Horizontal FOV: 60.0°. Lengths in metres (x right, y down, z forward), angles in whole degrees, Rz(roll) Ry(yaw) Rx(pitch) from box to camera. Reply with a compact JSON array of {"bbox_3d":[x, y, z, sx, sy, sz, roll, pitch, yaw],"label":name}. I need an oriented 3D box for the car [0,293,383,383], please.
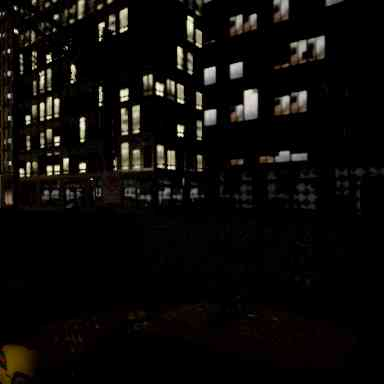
[{"bbox_3d":[0.121,1.543,2.785,4.829,1.417,1.752,-1,0,36],"label":"car"}]
